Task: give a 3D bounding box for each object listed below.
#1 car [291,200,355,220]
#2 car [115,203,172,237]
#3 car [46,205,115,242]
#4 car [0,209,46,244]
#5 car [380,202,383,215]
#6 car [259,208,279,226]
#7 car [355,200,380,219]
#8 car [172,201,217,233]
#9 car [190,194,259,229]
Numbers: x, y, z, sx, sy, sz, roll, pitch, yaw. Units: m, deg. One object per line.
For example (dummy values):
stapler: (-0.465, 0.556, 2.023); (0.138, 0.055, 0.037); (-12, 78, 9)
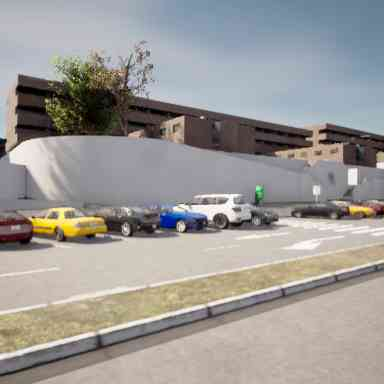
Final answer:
car: (10.744, 1.539, 27.971); (4.674, 1.452, 2.002); (-1, -1, 35)
car: (-3.827, 1.440, 17.589); (4.892, 1.521, 2.231); (-1, -1, 35)
car: (-6.413, 1.435, 15.967); (5.366, 1.575, 1.946); (-1, -1, 35)
car: (-8.714, 1.464, 14.147); (4.792, 1.488, 2.163); (-1, -1, 35)
car: (15.575, 1.568, 31.450); (4.792, 1.488, 2.163); (-1, -1, 35)
car: (3.454, 1.460, 22.795); (4.892, 1.521, 2.231); (-1, -1, 34)
car: (13.325, 1.511, 29.603); (5.366, 1.575, 1.946); (-1, -1, 35)
car: (-1.402, 1.443, 19.331); (5.008, 1.535, 2.097); (-1, -1, 35)
car: (0.999, 1.198, 21.070); (5.566, 2.045, 2.435); (-1, -1, 35)
